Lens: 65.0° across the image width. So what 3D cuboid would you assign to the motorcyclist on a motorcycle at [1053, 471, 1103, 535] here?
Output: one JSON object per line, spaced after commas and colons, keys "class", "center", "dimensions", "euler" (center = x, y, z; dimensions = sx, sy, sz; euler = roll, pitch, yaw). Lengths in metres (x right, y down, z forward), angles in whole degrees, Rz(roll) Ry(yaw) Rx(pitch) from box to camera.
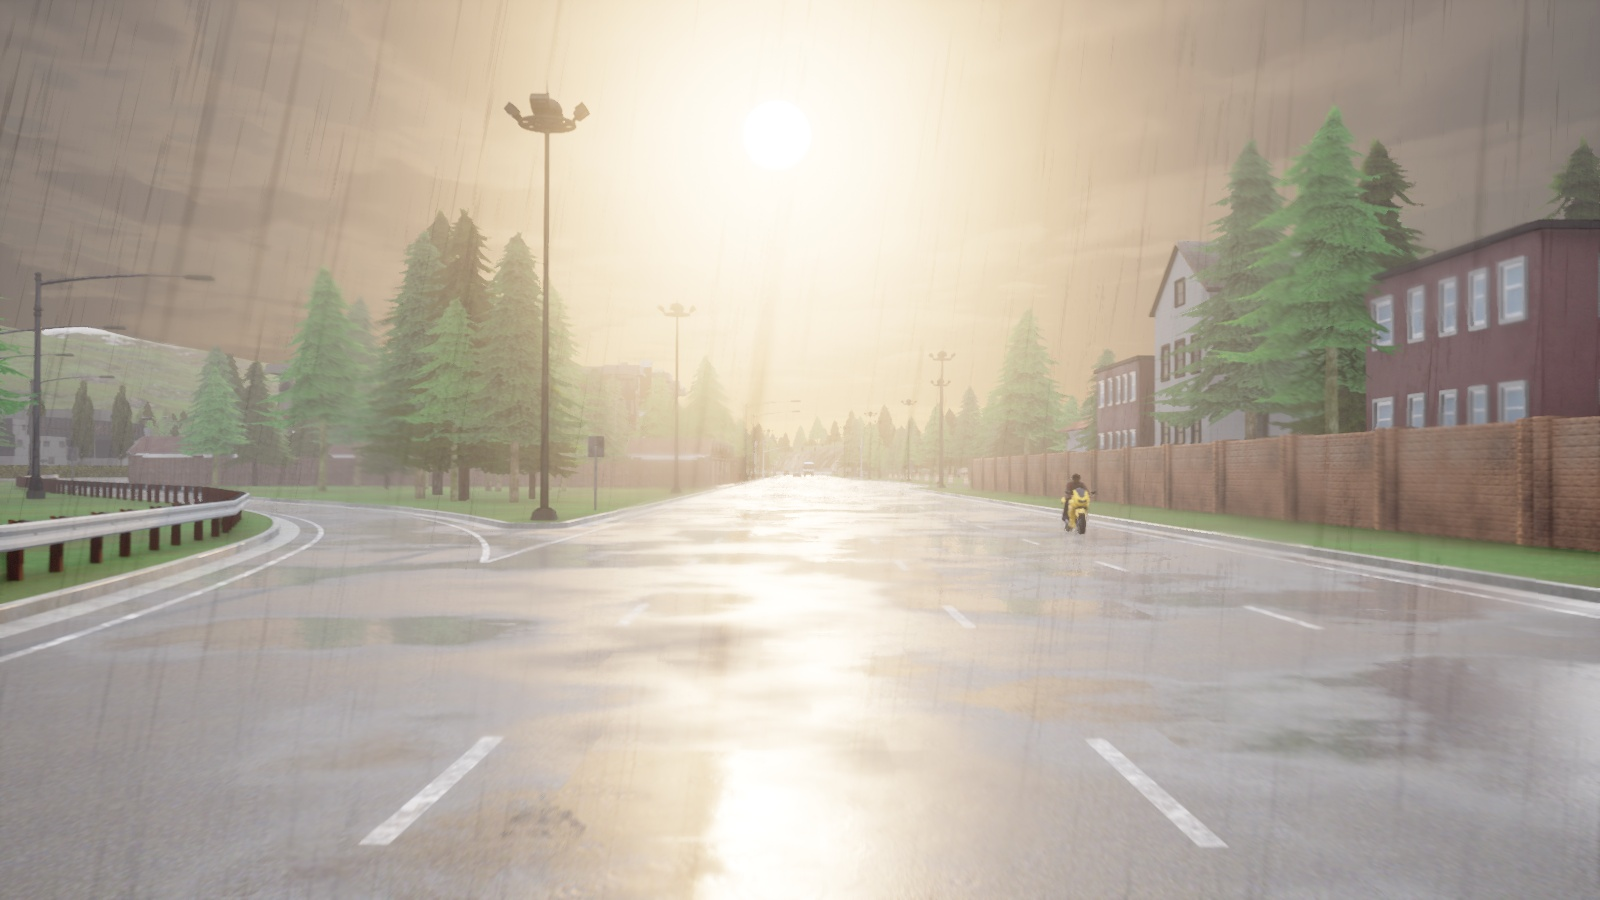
{"class": "motorcyclist on a motorcycle", "center": [6.910, 1.293, 31.315], "dimensions": [0.797, 1.523, 2.044], "euler": [0, -1, 0]}
